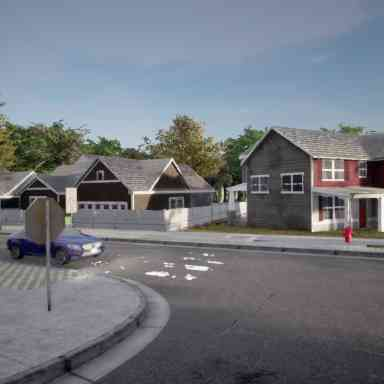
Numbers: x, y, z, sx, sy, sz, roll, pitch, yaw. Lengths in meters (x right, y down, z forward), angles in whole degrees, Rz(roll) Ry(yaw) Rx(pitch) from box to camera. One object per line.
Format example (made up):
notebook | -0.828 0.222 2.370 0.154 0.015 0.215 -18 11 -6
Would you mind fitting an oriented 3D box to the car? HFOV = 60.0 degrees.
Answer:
car | -5.809 2.065 13.997 4.674 1.442 1.812 -2 0 30
